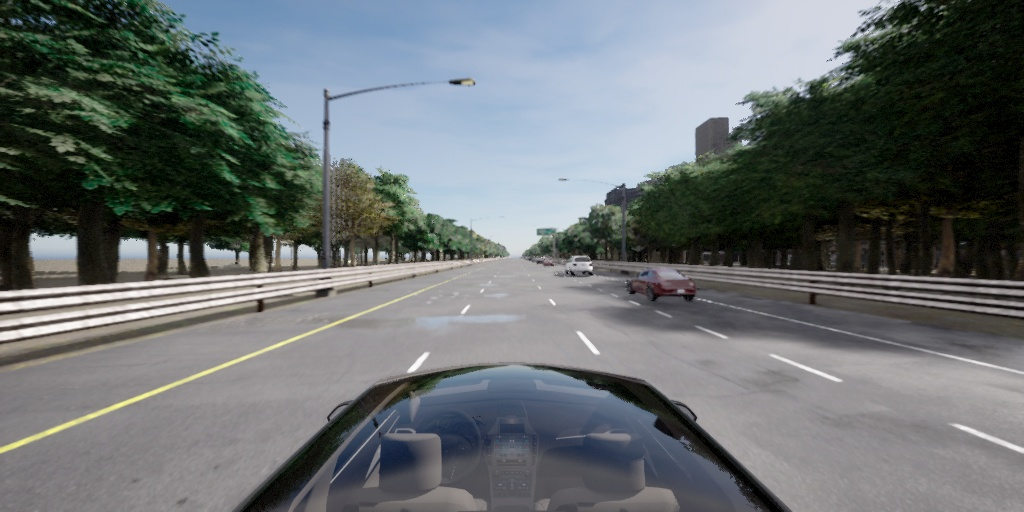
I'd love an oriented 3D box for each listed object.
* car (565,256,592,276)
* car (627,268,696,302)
[{"bbox_3d":[7.069,1.029,38.315,2.150,2.045,5.566,0,0,0],"label":"car"},{"bbox_3d":[7.011,1.297,17.158,1.812,1.442,4.674,0,0,0],"label":"car"}]
